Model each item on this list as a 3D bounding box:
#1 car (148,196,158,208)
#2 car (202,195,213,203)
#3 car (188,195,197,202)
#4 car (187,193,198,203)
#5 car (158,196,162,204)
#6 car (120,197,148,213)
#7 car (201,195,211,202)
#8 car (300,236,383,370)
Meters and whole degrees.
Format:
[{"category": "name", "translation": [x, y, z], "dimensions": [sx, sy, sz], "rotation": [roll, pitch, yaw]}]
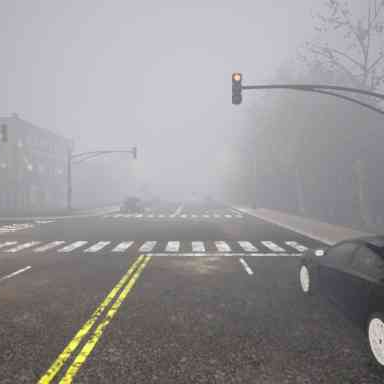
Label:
[{"category": "car", "translation": [-6.577, 1.585, 48.352], "dimensions": [1.895, 1.301, 4.718], "rotation": [0, 0, 0]}, {"category": "car", "translation": [3.382, 1.480, 68.959], "dimensions": [1.837, 1.490, 4.892], "rotation": [0, 0, 0]}, {"category": "car", "translation": [0.034, 1.509, 79.270], "dimensions": [2.033, 1.411, 5.357], "rotation": [0, 0, 0]}, {"category": "car", "translation": [0.128, 1.197, 68.627], "dimensions": [2.150, 2.045, 5.566], "rotation": [0, 0, 0]}, {"category": "car", "translation": [-6.544, 1.480, 60.752], "dimensions": [1.837, 1.490, 4.892], "rotation": [0, 1, 0]}, {"category": "car", "translation": [-6.584, 1.341, 37.056], "dimensions": [2.097, 1.767, 4.553], "rotation": [0, 0, 0]}, {"category": "car", "translation": [3.284, 1.494, 79.149], "dimensions": [2.128, 1.511, 4.902], "rotation": [0, 0, 0]}, {"category": "car", "translation": [3.345, 1.477, 5.634], "dimensions": [1.882, 1.535, 5.008], "rotation": [0, 0, 1]}]
